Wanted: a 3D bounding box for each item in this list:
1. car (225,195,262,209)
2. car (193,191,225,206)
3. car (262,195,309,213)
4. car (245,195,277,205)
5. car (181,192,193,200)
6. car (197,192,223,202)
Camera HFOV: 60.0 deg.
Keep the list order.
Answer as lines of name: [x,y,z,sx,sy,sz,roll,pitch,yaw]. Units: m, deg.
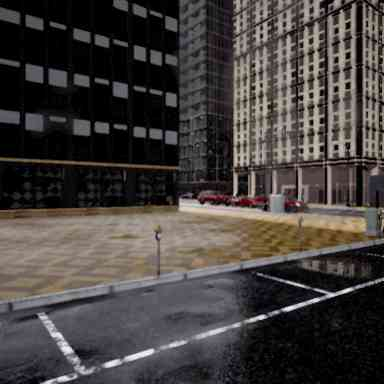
car: [6.024,1.169,36.666,1.802,1.307,4.206,1,0,-36]
car: [2.786,0.794,41.197,2.192,1.841,5.009,1,0,-36]
car: [9.274,1.134,32.134,1.967,1.590,4.097,1,0,-36]
car: [9.555,1.069,46.128,1.802,1.307,4.206,1,0,-36]
car: [-0.186,0.730,59.729,1.947,1.339,4.313,1,0,-36]
car: [2.963,0.794,55.334,1.752,1.417,4.829,1,0,-36]
